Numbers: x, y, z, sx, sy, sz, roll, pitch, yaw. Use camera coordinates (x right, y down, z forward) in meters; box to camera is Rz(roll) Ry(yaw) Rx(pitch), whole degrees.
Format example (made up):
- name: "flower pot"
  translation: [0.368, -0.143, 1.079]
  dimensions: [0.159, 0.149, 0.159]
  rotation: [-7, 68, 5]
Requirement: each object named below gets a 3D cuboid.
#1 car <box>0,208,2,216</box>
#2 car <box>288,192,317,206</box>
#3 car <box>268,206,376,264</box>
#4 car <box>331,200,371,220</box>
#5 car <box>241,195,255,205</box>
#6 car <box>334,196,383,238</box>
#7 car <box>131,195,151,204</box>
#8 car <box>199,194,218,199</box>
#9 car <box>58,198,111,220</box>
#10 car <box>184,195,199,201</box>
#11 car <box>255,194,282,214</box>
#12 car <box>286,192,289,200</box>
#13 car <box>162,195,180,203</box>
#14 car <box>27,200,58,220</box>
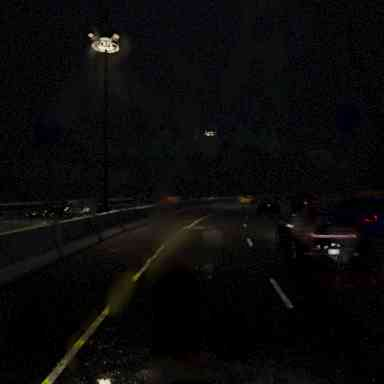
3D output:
- name: "car"
  translation: [-15.711, 1.445, 23.714]
  dimensions: [1.812, 1.442, 4.674]
  rotation: [0, 0, 8]
- name: "car"
  translation: [11.398, 1.174, 34.069]
  dimensions: [2.150, 2.045, 5.566]
  rotation: [0, 0, 14]
- name: "car"
  translation: [4.237, 1.475, 11.870]
  dimensions: [2.128, 1.511, 4.902]
  rotation: [0, 0, 5]
- name: "car"
  translation: [13.896, 1.514, 29.447]
  dimensions: [2.033, 1.411, 5.357]
  rotation: [0, 0, 12]
- name: "car"
  translation: [9.548, 1.359, 55.939]
  dimensions: [1.801, 1.575, 5.366]
  rotation: [0, 0, 21]
- name: "car"
  translation: [8.080, 1.206, 15.440]
  dimensions: [2.150, 2.045, 5.566]
  rotation: [0, 0, 6]
- name: "car"
  translation: [-9.405, 1.331, 61.705]
  dimensions: [1.882, 1.535, 5.008]
  rotation: [0, 0, 21]
- name: "car"
  translation: [3.735, 1.223, 66.001]
  dimensions: [2.097, 1.767, 4.553]
  rotation: [0, 0, 23]
- name: "car"
  translation: [-8.197, 1.281, 26.345]
  dimensions: [2.097, 1.767, 4.553]
  rotation: [0, 0, 10]
- name: "car"
  translation: [0.113, 1.365, 66.471]
  dimensions: [2.128, 1.511, 4.902]
  rotation: [0, 0, 23]
- name: "car"
  translation: [7.747, 1.298, 33.683]
  dimensions: [2.097, 1.767, 4.553]
  rotation: [0, 0, 13]
- name: "car"
  translation: [25.232, 0.950, 83.817]
  dimensions: [2.150, 2.045, 5.566]
  rotation: [0, 0, 34]
- name: "car"
  translation: [-4.144, 1.335, 65.476]
  dimensions: [1.882, 1.535, 5.008]
  rotation: [0, 0, 23]
- name: "car"
  translation: [-11.549, 1.424, 27.564]
  dimensions: [1.837, 1.490, 4.892]
  rotation: [0, 0, 10]
